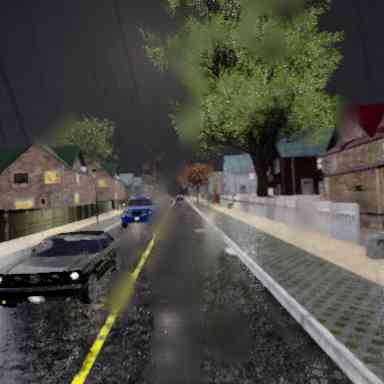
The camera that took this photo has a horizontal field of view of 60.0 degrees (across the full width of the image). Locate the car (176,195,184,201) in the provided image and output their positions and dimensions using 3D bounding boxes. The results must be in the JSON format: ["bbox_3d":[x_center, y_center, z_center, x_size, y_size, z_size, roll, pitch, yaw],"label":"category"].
[{"bbox_3d":[-3.127,1.577,86.260,1.882,1.535,5.008,-3,0,-2],"label":"car"}]

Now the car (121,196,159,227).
[{"bbox_3d":[-3.646,1.356,24.027,2.150,2.045,5.566,-3,0,-2],"label":"car"}]

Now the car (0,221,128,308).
[{"bbox_3d":[-3.056,1.730,8.525,1.895,1.301,4.718,-3,0,-2],"label":"car"}]
